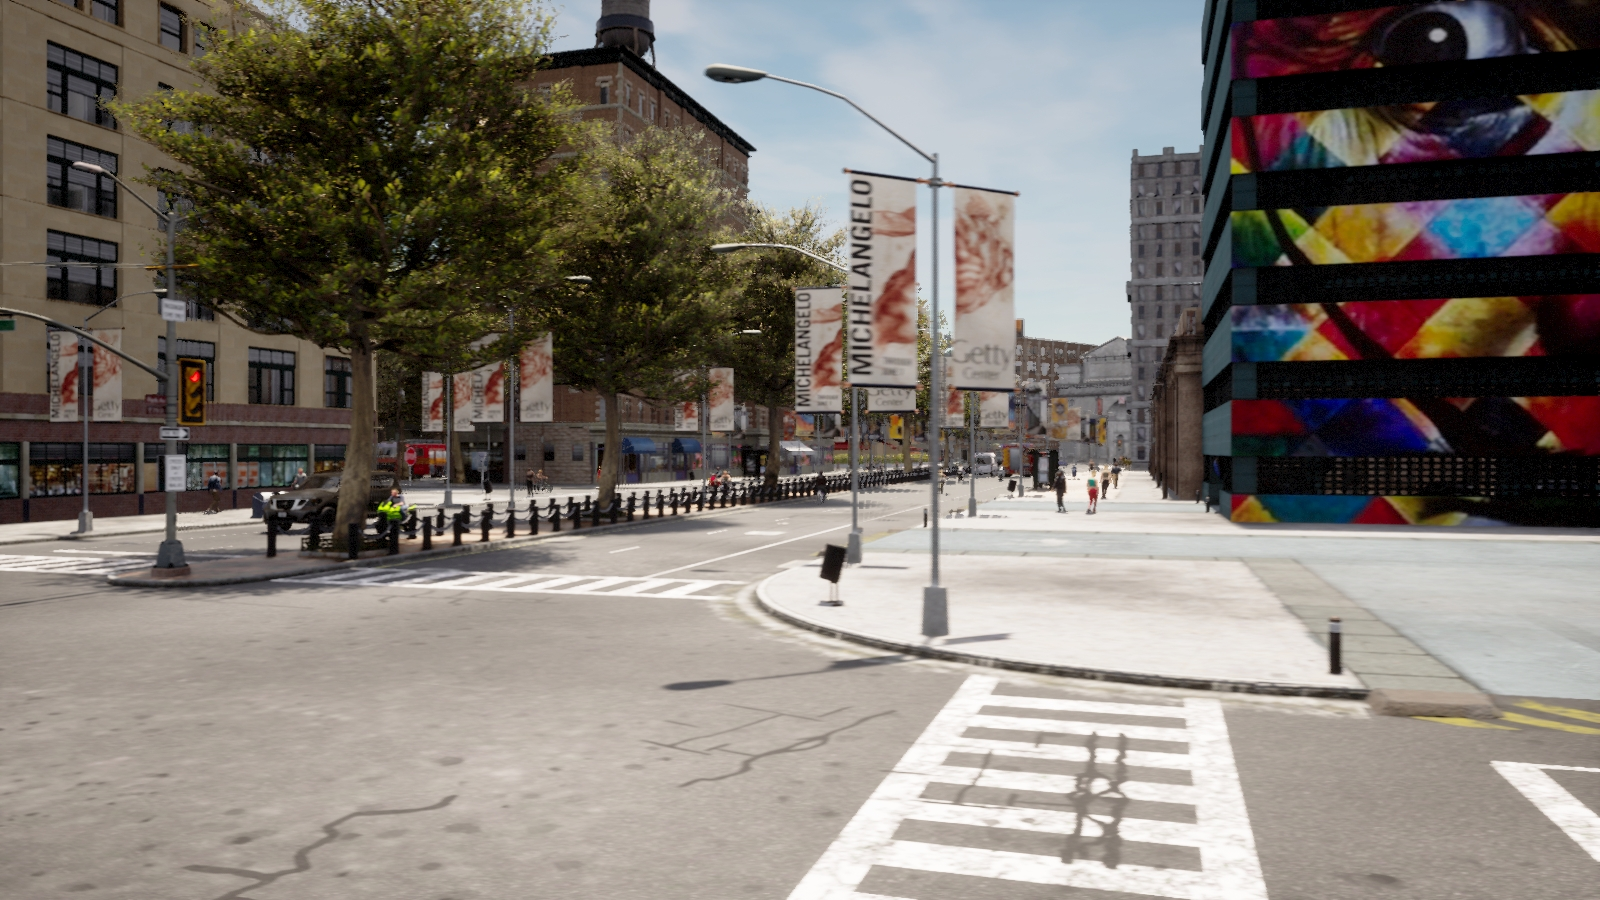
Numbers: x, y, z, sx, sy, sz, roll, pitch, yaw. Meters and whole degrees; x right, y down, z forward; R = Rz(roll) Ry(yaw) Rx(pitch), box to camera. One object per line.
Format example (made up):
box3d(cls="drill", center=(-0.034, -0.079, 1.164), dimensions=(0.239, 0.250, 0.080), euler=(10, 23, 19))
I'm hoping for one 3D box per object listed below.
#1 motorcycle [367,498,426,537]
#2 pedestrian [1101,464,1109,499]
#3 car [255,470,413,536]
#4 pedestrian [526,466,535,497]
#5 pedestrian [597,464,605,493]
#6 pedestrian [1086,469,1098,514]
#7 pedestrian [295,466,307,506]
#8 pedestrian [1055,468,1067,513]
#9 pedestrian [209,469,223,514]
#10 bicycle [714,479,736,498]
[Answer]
box3d(cls="motorcycle", center=(-13.384, 2.218, 37.937), dimensions=(0.803, 1.145, 2.033), euler=(0, 0, 17))
box3d(cls="pedestrian", center=(16.509, 1.708, 61.820), dimensions=(0.375, 1.860, 0.375), euler=(0, 0, 17))
box3d(cls="car", center=(-16.301, 1.785, 40.382), dimensions=(2.150, 2.045, 5.566), euler=(0, 0, 17))
box3d(cls="pedestrian", center=(-15.938, 1.859, 67.616), dimensions=(0.375, 1.860, 0.375), euler=(0, 0, 11))
box3d(cls="pedestrian", center=(-12.944, 1.861, 74.378), dimensions=(0.375, 1.860, 0.375), euler=(0, 0, 22))
box3d(cls="pedestrian", center=(12.084, 1.705, 47.272), dimensions=(0.375, 1.860, 0.375), euler=(0, 0, 39))
box3d(cls="pedestrian", center=(-23.545, 1.704, 53.924), dimensions=(0.375, 1.860, 0.375), euler=(0, 0, 18))
box3d(cls="pedestrian", center=(11.023, 1.705, 48.237), dimensions=(0.375, 1.860, 0.375), euler=(0, 0, 41))
box3d(cls="pedestrian", center=(-24.178, 1.702, 47.273), dimensions=(0.375, 1.860, 0.375), euler=(0, 0, 26))
box3d(cls="bicycle", center=(-4.453, 2.267, 67.883), dimensions=(0.859, 1.080, 1.487), euler=(0, 0, 17))
